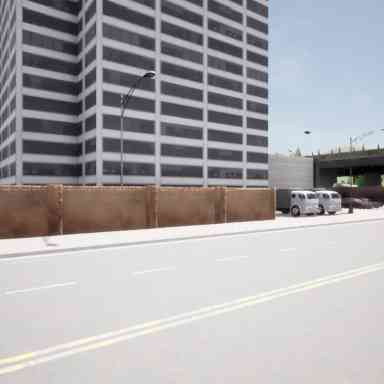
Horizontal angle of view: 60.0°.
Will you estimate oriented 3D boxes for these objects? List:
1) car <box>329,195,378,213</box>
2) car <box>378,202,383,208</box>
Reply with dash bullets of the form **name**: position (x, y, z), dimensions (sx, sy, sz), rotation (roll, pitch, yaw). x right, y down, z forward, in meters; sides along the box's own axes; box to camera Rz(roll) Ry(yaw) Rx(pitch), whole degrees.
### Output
- **car**: position (20.275, 1.470, 41.910), dimensions (1.812, 1.442, 4.674), rotation (0, 0, -36)
- **car**: position (22.914, 1.509, 44.237), dimensions (1.994, 1.385, 4.181), rotation (0, 0, -36)
